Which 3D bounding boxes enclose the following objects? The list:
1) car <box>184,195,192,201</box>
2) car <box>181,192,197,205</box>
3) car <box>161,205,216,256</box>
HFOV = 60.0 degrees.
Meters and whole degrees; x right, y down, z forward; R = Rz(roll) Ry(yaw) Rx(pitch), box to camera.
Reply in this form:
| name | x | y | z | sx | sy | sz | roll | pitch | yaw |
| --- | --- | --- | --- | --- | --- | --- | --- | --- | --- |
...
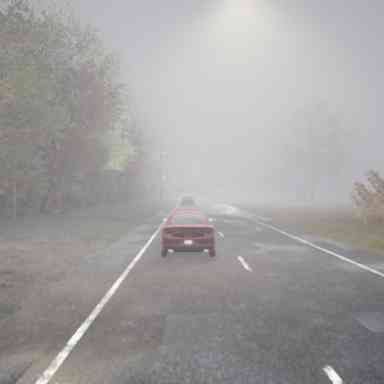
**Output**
| name | x | y | z | sx | sy | sz | roll | pitch | yaw |
| --- | --- | --- | --- | --- | --- | --- | --- | --- | --- |
| car | -1.100 | 1.476 | 89.632 | 2.128 | 1.511 | 4.902 | 0 | 0 | -1 |
| car | -0.660 | 1.339 | 54.595 | 2.097 | 1.767 | 4.553 | 0 | 0 | -1 |
| car | -0.144 | 1.480 | 13.239 | 1.882 | 1.535 | 5.008 | 0 | 0 | -1 |
